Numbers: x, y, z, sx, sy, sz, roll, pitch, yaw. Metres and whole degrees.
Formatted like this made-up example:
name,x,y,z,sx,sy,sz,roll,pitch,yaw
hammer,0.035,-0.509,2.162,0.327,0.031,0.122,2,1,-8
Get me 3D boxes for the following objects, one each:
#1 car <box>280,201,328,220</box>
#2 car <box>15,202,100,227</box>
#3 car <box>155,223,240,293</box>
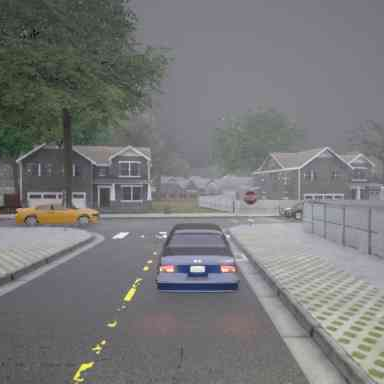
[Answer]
name,x,y,z,sx,sy,sz,roll,pitch,yaw
car,9.941,1.543,28.263,4.892,1.490,1.837,0,0,-12
car,-8.549,1.410,21.425,5.008,1.535,1.882,0,0,-11
car,0.122,1.547,8.982,2.033,1.411,5.357,0,0,0
